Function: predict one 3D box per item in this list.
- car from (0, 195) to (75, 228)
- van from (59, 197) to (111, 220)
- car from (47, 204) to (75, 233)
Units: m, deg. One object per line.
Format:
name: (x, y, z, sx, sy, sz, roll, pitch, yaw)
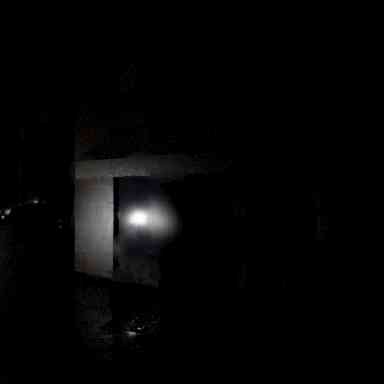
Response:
car: (-9.961, 1.201, 22.717, 2.150, 2.045, 5.566, 0, 0, 36)
van: (-9.042, 1.314, 28.362, 1.690, 1.788, 3.998, 0, 0, 36)
car: (-5.454, 1.545, 18.784, 2.008, 1.369, 4.403, 0, 0, 36)
